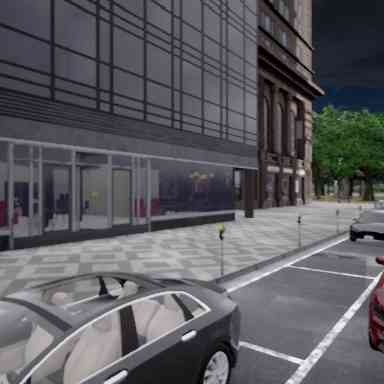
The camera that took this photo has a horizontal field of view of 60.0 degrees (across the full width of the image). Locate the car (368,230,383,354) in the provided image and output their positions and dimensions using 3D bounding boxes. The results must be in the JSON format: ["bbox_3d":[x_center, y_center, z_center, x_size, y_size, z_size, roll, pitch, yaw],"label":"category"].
[{"bbox_3d":[4.323,1.477,5.511,1.882,1.535,5.008,0,0,38],"label":"car"}]

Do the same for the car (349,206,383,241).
[{"bbox_3d":[8.840,1.566,15.852,1.947,1.339,4.313,0,0,38],"label":"car"}]

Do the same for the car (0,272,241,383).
[{"bbox_3d":[-1.152,1.551,2.958,2.008,1.369,4.403,0,0,38],"label":"car"}]

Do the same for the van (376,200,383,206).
[{"bbox_3d":[12.171,1.342,20.150,1.690,1.788,3.998,0,0,38],"label":"van"}]
